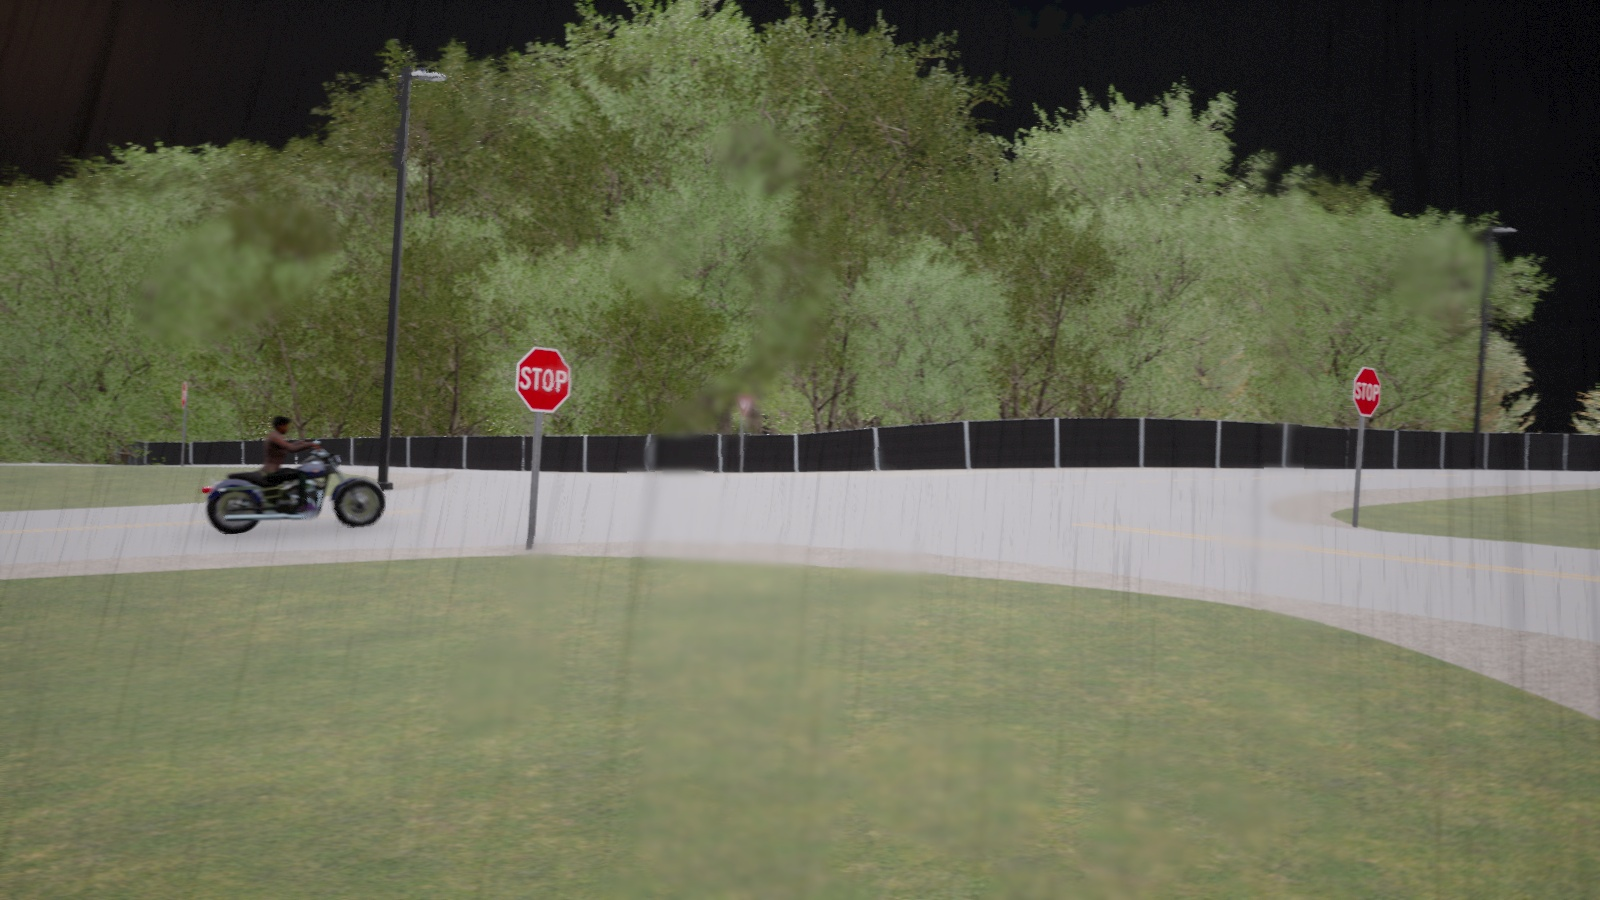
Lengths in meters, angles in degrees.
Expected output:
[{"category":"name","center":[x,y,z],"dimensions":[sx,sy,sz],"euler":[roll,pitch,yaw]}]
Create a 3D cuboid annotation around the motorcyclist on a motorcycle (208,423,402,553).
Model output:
[{"category":"motorcyclist on a motorcycle","center":[-6.860,0.476,17.465],"dimensions":[2.350,1.649,0.766],"euler":[-2,3,-31]}]
